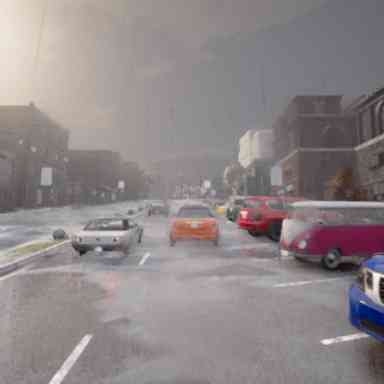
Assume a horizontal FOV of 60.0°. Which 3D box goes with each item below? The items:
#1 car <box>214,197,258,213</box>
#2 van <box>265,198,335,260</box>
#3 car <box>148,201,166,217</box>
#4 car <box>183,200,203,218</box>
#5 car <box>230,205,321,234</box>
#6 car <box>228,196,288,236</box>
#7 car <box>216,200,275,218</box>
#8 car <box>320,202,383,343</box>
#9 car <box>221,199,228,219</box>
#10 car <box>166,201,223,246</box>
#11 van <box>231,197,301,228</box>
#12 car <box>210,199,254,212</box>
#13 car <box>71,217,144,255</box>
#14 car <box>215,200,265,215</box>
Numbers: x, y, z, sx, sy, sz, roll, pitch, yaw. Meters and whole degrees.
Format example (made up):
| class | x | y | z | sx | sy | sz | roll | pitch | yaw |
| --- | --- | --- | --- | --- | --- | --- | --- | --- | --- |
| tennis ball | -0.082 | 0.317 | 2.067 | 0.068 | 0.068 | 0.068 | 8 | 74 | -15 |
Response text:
| class | x | y | z | sx | sy | sz | roll | pitch | yaw |
| --- | --- | --- | --- | --- | --- | --- | --- | --- | --- |
| car | 5.047 | 1.498 | 38.307 | 4.553 | 1.767 | 2.185 | 1 | 0 | -20 |
| van | 4.904 | 1.297 | 10.836 | 4.442 | 1.987 | 1.878 | 1 | 0 | -20 |
| car | -3.145 | 1.639 | 32.388 | 1.812 | 1.442 | 4.674 | 0 | 0 | 0 |
| car | 0.105 | 1.594 | 33.154 | 1.882 | 1.535 | 5.008 | 0 | 0 | 0 |
| car | 5.008 | 1.558 | 20.015 | 4.892 | 1.521 | 2.231 | 1 | 0 | -20 |
| car | 5.041 | 1.295 | 16.985 | 5.566 | 2.045 | 2.435 | 1 | 0 | -20 |
| car | 5.193 | 1.599 | 32.269 | 5.366 | 1.575 | 1.946 | 1 | 0 | -20 |
| car | 4.986 | 1.252 | 4.773 | 5.566 | 2.045 | 2.435 | 1 | 0 | -20 |
| car | 4.987 | 1.452 | 26.102 | 4.553 | 1.767 | 2.185 | 1 | 0 | -20 |
| car | 0.096 | 1.408 | 15.761 | 2.097 | 1.767 | 4.553 | 0 | 0 | 0 |
| van | 5.125 | 1.343 | 23.107 | 4.442 | 1.987 | 1.878 | 1 | 0 | -20 |
| car | 4.994 | 1.636 | 41.350 | 4.892 | 1.521 | 2.231 | 1 | 0 | -20 |
| car | -3.157 | 1.648 | 13.472 | 1.895 | 1.301 | 4.718 | 0 | 0 | 0 |
| car | 5.046 | 1.641 | 35.264 | 4.792 | 1.488 | 2.163 | 1 | -1 | -20 |
